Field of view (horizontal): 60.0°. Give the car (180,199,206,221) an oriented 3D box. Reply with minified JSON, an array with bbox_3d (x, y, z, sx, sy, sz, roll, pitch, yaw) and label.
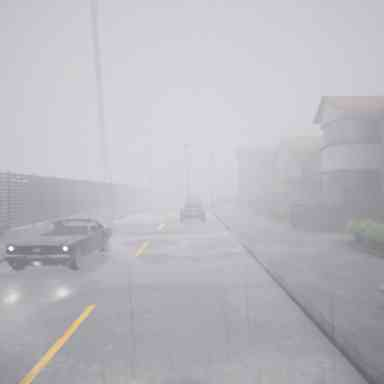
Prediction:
[{"bbox_3d":[0.068,1.516,26.698,1.994,1.385,4.181,0,0,0],"label":"car"}]

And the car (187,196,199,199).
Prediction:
[{"bbox_3d":[0.100,1.273,43.635,2.097,1.767,4.553,0,0,0],"label":"car"}]

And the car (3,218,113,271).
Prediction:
[{"bbox_3d":[-4.077,1.581,10.977,1.895,1.301,4.718,0,0,0],"label":"car"}]
